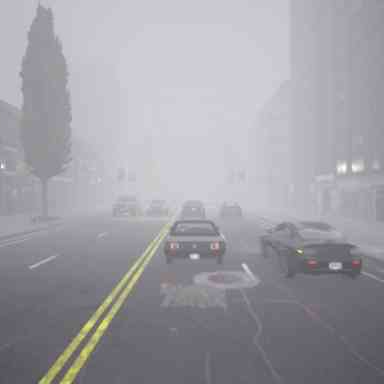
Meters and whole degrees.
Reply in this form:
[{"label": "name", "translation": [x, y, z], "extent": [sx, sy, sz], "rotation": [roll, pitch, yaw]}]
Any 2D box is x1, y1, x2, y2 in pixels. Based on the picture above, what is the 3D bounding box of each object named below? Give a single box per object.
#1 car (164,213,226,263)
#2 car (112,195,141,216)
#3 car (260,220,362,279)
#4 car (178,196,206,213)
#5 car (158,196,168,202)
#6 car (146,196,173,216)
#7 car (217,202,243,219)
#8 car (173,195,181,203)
[{"label": "car", "translation": [0.087, 1.650, 12.167], "extent": [1.895, 1.301, 4.718], "rotation": [0, 0, 0]}, {"label": "car", "translation": [-6.590, 1.346, 34.197], "extent": [2.150, 2.045, 5.566], "rotation": [0, 0, 0]}, {"label": "car", "translation": [3.339, 1.566, 10.064], "extent": [1.812, 1.442, 4.674], "rotation": [0, 0, 0]}, {"label": "car", "translation": [0.105, 1.462, 29.628], "extent": [2.097, 1.767, 4.553], "rotation": [0, 0, 0]}, {"label": "car", "translation": [-6.493, 1.610, 75.552], "extent": [1.994, 1.385, 4.181], "rotation": [0, 0, 0]}, {"label": "car", "translation": [-3.339, 1.475, 33.550], "extent": [2.097, 1.767, 4.553], "rotation": [0, 0, 0]}, {"label": "car", "translation": [3.354, 1.602, 29.854], "extent": [2.128, 1.511, 4.902], "rotation": [0, 0, 0]}, {"label": "car", "translation": [-3.243, 1.478, 74.752], "extent": [2.097, 1.767, 4.553], "rotation": [0, 0, 0]}]
